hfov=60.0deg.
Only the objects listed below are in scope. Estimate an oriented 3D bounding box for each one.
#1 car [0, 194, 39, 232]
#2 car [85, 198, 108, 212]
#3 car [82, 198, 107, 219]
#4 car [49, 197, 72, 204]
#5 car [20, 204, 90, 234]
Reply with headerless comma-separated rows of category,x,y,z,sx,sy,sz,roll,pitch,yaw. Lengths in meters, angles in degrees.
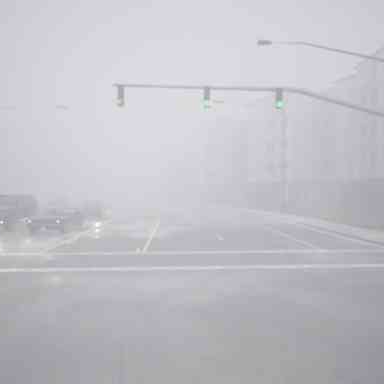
car,-11.219,1.174,20.276,2.150,2.045,5.566,0,0,-3
car,-11.239,1.456,38.939,2.033,1.411,5.357,0,0,-23
car,-8.478,1.420,28.311,1.882,1.535,5.008,0,0,-9
car,-12.320,1.472,30.813,2.033,1.411,5.357,0,0,-12
car,-7.648,1.568,19.168,1.895,1.301,4.718,0,0,-2
